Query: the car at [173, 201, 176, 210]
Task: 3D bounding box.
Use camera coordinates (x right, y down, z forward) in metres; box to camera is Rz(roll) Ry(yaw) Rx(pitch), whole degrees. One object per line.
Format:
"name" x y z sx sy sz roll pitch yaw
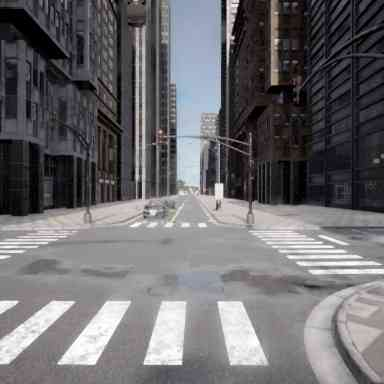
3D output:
"car" -3.187 1.580 43.354 1.994 1.385 4.181 0 0 0

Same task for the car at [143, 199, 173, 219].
"car" -3.161 1.500 29.481 2.128 1.511 4.902 0 0 0
